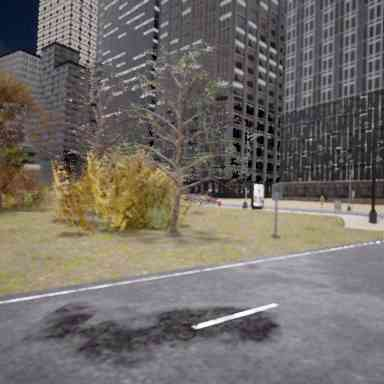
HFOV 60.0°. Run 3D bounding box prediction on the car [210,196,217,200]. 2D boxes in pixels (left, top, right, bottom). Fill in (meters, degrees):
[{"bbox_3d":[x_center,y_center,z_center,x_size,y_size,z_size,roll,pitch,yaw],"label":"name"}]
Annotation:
[{"bbox_3d":[2.324,1.257,56.992,1.812,1.442,4.674,3,-1,-41],"label":"car"}]
